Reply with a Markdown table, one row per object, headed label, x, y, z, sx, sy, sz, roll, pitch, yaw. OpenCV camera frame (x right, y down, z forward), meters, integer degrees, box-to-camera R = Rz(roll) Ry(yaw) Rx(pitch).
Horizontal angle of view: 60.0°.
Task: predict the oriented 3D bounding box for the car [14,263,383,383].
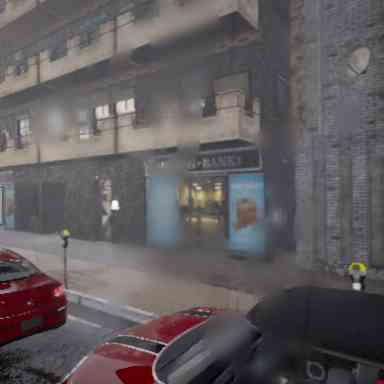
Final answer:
| label | x | y | z | sx | sy | sz | roll | pitch | yaw |
| --- | --- | --- | --- | --- | --- | --- | --- | --- | --- |
| car | 0.821 | 1.440 | 2.304 | 4.097 | 1.590 | 1.967 | 0 | -1 | 35 |

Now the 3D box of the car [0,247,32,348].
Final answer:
| label | x | y | z | sx | sy | sz | roll | pitch | yaw |
| --- | --- | --- | --- | --- | --- | --- | --- | --- | --- |
| car | -3.799 | 1.577 | 5.595 | 4.206 | 1.307 | 1.802 | 0 | -1 | 35 |
